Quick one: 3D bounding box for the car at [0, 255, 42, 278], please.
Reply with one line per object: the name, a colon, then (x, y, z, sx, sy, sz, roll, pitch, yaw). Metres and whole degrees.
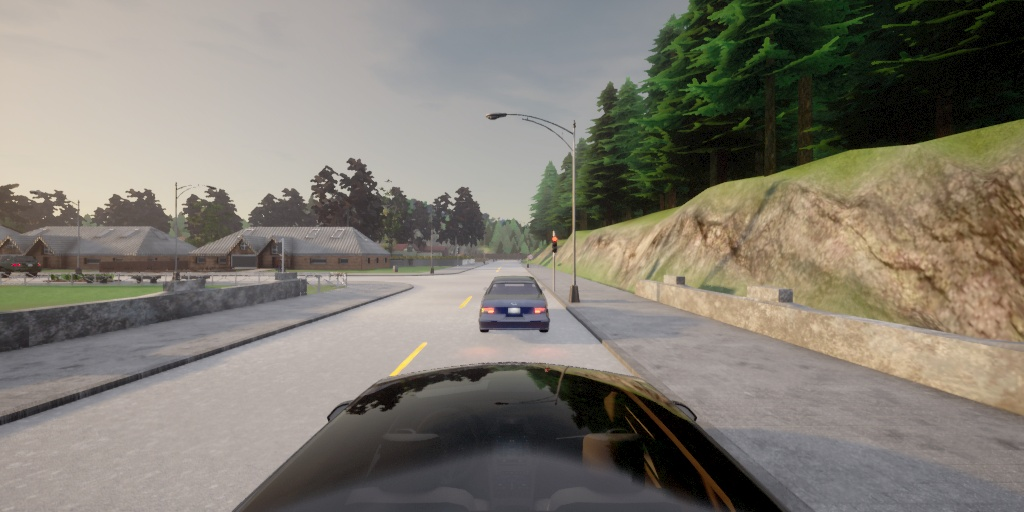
car: (-47.370, 0.971, 33.288, 5.566, 2.045, 2.150, 0, 0, 1)

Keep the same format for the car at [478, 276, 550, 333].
car: (0.064, 1.297, 10.749, 2.033, 1.411, 5.357, 0, 0, 0)

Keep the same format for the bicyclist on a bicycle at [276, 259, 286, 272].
bicyclist on a bicycle: (-24.157, 1.099, 37.533, 0.582, 1.620, 1.656, 0, 0, 0)
